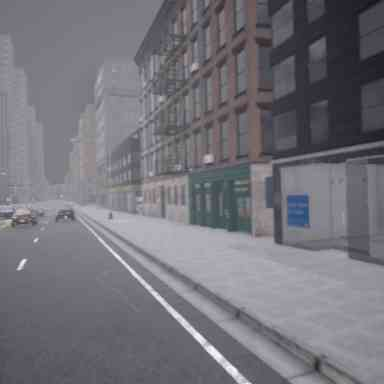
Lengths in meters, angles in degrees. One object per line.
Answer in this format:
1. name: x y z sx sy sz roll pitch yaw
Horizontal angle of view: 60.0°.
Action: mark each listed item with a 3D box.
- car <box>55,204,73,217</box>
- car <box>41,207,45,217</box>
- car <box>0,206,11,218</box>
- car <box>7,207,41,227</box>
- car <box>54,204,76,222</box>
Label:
1. car: -17.257 2.402 44.853 2.128 1.511 4.902 -1 0 -22
2. car: -19.877 2.558 42.534 1.895 1.301 4.718 -1 -1 -21
3. car: -22.746 2.506 40.794 1.882 1.535 5.008 -1 -1 -22
4. car: -14.577 2.210 29.128 1.812 1.442 4.674 -1 -1 -22
5. car: -13.111 2.202 34.404 1.837 1.490 4.892 -1 0 -22
